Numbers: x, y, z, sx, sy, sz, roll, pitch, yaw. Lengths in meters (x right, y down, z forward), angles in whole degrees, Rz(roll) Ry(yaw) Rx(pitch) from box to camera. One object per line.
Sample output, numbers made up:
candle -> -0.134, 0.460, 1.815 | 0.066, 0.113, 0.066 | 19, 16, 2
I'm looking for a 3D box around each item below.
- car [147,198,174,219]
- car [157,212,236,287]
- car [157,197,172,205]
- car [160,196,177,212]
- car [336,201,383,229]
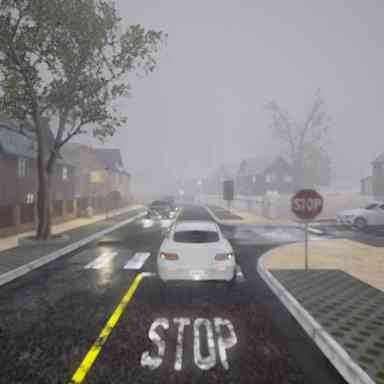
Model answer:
car -> -2.844, 1.490, 29.237 | 1.812, 1.442, 4.674 | 0, 0, -1
car -> 0.099, 1.517, 9.210 | 1.812, 1.442, 4.674 | 0, 0, 0
car -> -4.859, 1.534, 58.379 | 1.812, 1.442, 4.674 | 0, 0, -16
car -> -2.919, 1.517, 38.267 | 1.994, 1.385, 4.181 | 0, 0, -1
car -> 10.451, 1.224, 18.458 | 4.674, 1.442, 1.812 | -1, 0, 0
